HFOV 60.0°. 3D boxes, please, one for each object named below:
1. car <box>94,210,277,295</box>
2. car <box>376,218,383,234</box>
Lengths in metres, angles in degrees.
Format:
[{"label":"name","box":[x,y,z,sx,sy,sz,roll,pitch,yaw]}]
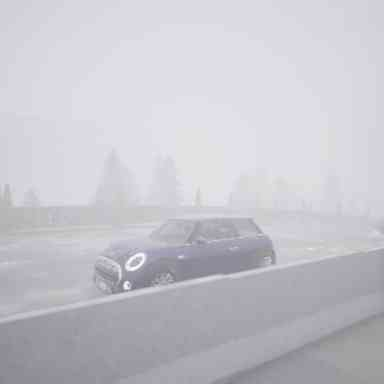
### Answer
[{"label":"car","box":[-0.032,1.372,8.267,4.553,1.767,2.097,0,0,-35]},{"label":"car","box":[15.273,2.378,23.479,4.674,1.442,1.812,6,-3,-35]}]
